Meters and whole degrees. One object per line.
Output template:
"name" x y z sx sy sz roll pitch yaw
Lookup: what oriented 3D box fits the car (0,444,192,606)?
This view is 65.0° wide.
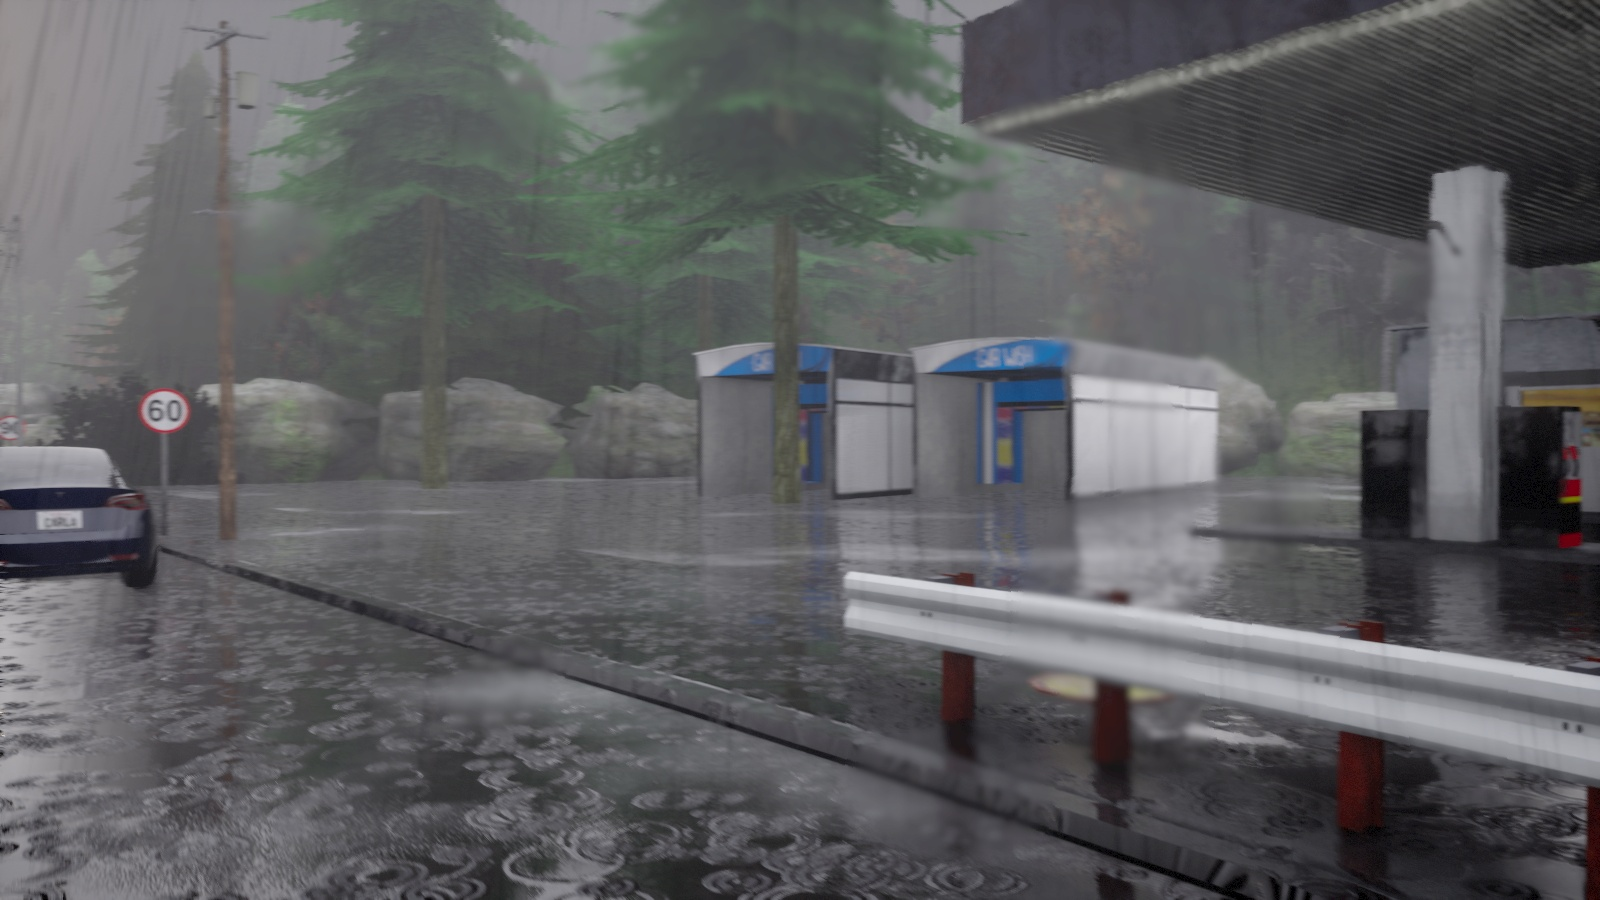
"car" -8.397 0.683 13.763 2.163 1.488 4.792 0 0 -38
